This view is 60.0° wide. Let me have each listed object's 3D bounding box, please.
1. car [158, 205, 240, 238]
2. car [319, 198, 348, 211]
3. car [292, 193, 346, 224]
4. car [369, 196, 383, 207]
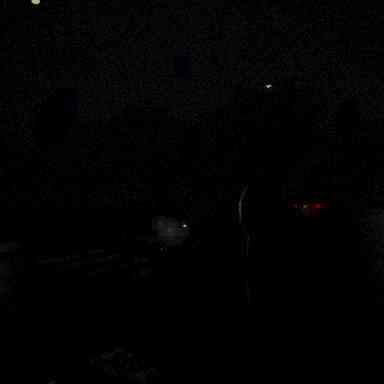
[{"bbox_3d":[0.638,1.407,17.189,2.033,1.411,5.357,0,0,37],"label":"car"},{"bbox_3d":[16.146,1.367,37.817,1.994,1.385,4.181,0,0,37],"label":"car"},{"bbox_3d":[8.797,1.053,23.149,2.150,2.045,5.566,0,0,37],"label":"car"},{"bbox_3d":[25.707,1.320,45.692,1.882,1.535,5.008,0,0,37],"label":"car"}]
